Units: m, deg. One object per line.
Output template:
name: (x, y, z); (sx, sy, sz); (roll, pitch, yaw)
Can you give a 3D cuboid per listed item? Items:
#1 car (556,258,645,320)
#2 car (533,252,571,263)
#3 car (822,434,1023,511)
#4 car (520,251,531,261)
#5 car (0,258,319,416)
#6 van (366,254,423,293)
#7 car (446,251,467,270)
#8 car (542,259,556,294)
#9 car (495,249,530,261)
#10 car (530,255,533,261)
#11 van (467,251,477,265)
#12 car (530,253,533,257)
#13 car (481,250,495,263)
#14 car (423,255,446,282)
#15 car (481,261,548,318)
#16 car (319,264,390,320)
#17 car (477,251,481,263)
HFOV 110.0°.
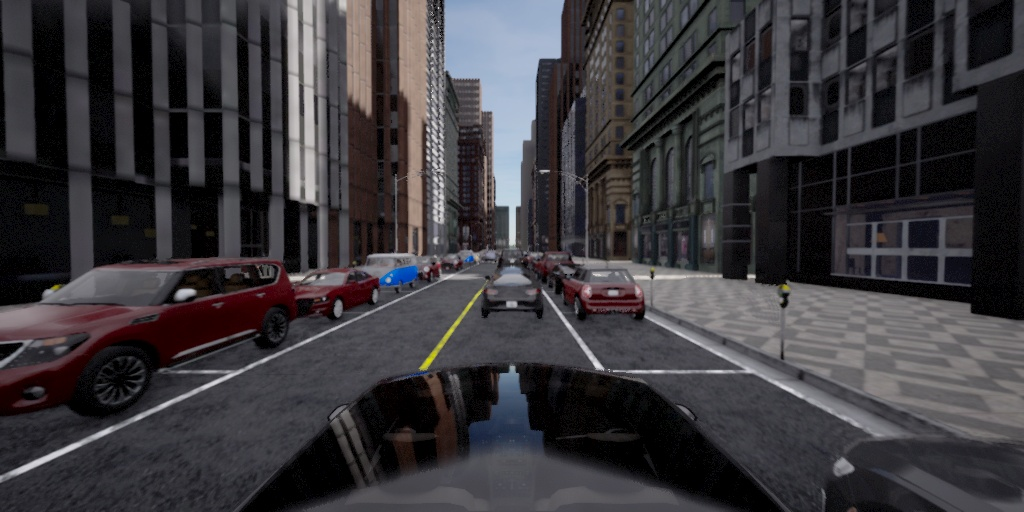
car: (2.754, 0.985, 11.693); (1.967, 1.591, 4.097); (0, 0, 0)
car: (2.744, 0.629, 22.965); (2.192, 1.841, 5.009); (0, 0, 0)
car: (2.763, 1.327, 0.424); (2.007, 1.370, 4.403); (0, 0, 0)
car: (2.309, -0.010, 62.365); (1.882, 1.535, 5.008); (0, 1, 0)
car: (-5.766, 0.976, 6.041); (2.192, 1.841, 5.009); (0, 0, 0)
van: (-5.776, 0.771, 17.312); (1.690, 1.789, 3.998); (0, 0, 0)
car: (-5.790, 0.524, 34.219); (1.967, 1.591, 4.097); (0, 0, 0)
car: (2.749, 0.996, 17.329); (1.948, 1.339, 4.313); (0, 0, 0)
car: (0.041, 0.422, 28.617); (2.150, 2.045, 5.566); (0, 1, 0)
car: (2.740, 0.744, 28.600); (1.888, 1.381, 4.507); (0, 0, 0)
van: (-5.800, 0.194, 45.490); (1.690, 1.789, 3.998); (0, 0, 0)
car: (2.735, 0.649, 34.235); (1.948, 1.339, 4.313); (0, 0, 0)
car: (-3.125, 0.279, 51.494); (2.033, 1.411, 5.357); (0, 1, 0)
car: (-5.781, 0.754, 22.948); (1.967, 1.591, 4.097); (0, 0, 0)
car: (0.040, 1.067, 11.853); (1.812, 1.442, 4.674); (0, 1, 1)
car: (-5.771, 1.091, 11.677); (1.888, 1.381, 4.507); (0, 0, 0)
car: (-5.804, 0.264, 50.955); (1.751, 1.417, 4.829); (0, 0, 0)
